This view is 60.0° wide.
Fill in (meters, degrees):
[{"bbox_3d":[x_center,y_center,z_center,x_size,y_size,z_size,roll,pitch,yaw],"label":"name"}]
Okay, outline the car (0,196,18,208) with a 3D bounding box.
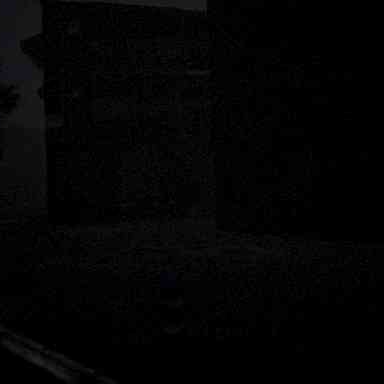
[{"bbox_3d":[-20.566,1.053,34.888,1.994,1.385,4.181,-3,1,20],"label":"car"}]
